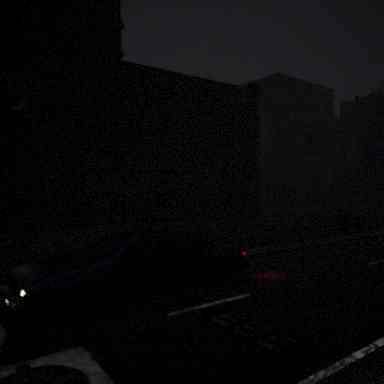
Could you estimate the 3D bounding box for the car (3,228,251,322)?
[{"bbox_3d":[-1.095,1.546,7.437,5.357,1.411,2.033,0,0,-36],"label":"car"}]
